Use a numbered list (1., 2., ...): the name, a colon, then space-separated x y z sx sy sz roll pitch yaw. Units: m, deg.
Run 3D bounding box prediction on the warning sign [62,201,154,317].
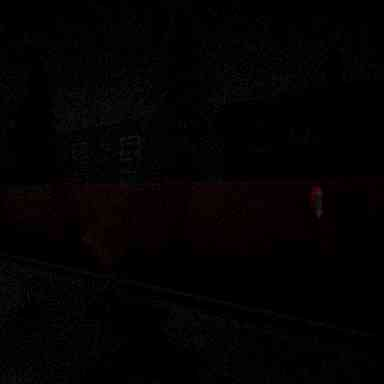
1. warning sign: -1.551 1.114 6.266 1.060 1.860 1.300 0 0 36
